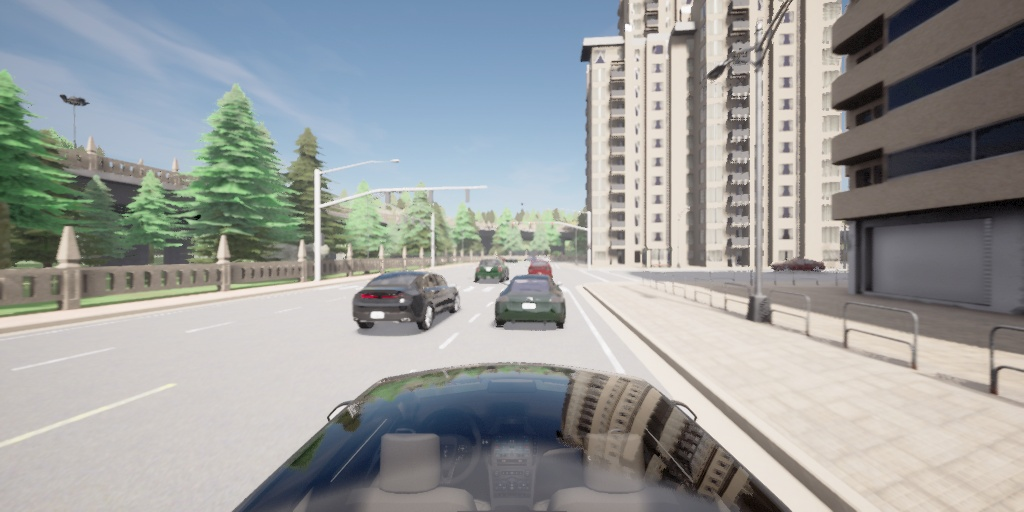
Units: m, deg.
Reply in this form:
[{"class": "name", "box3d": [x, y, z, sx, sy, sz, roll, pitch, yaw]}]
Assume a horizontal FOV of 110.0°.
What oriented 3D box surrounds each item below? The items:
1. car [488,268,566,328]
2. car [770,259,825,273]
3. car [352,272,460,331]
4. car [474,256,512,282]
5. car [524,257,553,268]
[{"class": "car", "box3d": [0.637, 1.261, 11.299, 1.994, 1.385, 4.181, 0, 0, 6]}, {"class": "car", "box3d": [31.399, 1.051, 39.526, 5.008, 1.535, 1.882, 0, 0, 5]}, {"class": "car", "box3d": [-2.924, 1.204, 10.875, 1.837, 1.490, 4.892, 0, -1, 6]}, {"class": "car", "box3d": [-1.428, 0.969, 27.098, 2.097, 1.767, 4.553, 0, 0, 6]}, {"class": "car", "box3d": [2.242, 1.106, 28.640, 1.882, 1.535, 5.008, 0, 0, 6]}]
